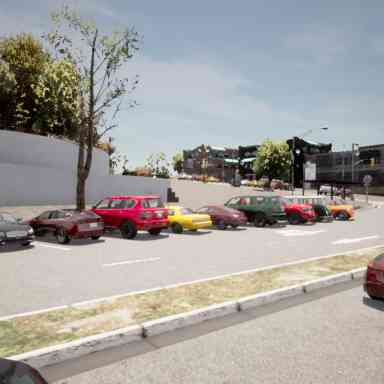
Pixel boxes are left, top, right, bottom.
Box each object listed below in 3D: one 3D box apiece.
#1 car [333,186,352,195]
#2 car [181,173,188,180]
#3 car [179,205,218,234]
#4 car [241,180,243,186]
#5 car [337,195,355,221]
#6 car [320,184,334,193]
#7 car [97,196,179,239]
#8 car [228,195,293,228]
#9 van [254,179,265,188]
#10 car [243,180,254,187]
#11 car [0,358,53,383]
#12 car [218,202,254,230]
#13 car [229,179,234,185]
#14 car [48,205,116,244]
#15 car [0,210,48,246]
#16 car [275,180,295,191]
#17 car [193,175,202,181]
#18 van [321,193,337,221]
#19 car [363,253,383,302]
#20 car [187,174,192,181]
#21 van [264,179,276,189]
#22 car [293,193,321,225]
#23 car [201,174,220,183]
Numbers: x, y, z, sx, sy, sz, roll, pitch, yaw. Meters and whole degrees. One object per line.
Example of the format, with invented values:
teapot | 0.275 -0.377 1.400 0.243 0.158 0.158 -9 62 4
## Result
car | 25.965 0.137 56.362 2.002 1.452 4.674 7 3 35
car | -0.033 -4.084 93.288 2.185 1.767 4.553 4 1 33
car | -1.441 1.503 19.374 5.366 1.575 1.946 -1 -1 35
car | 12.180 -2.043 76.113 2.002 1.452 4.674 7 4 35
car | 11.058 1.403 27.877 4.553 1.767 2.185 -1 -1 35
car | 24.275 -0.426 58.835 2.435 2.045 5.566 7 3 35
car | -3.762 1.248 17.548 5.566 2.045 2.435 -1 -1 35
car | 3.595 1.263 22.757 5.566 2.045 2.435 -1 -1 35
van | 15.583 -1.763 71.060 1.878 1.987 4.442 7 4 35
car | 14.010 -1.811 73.792 1.946 1.575 5.366 7 3 35
car | -2.904 1.504 1.062 4.892 1.490 1.837 0 0 -35
car | 1.166 1.549 21.000 4.674 1.452 2.002 -1 -1 35
car | 10.439 -2.316 78.576 2.002 1.452 4.674 7 3 35
car | -6.208 1.524 15.804 4.792 1.488 2.163 -1 -1 35
car | -8.629 1.493 14.059 4.892 1.521 2.231 -1 -1 35
car | 19.069 -0.992 66.224 2.231 1.521 4.892 7 3 35
car | 3.488 -3.698 88.350 2.435 2.045 5.566 7 3 34
van | 8.648 1.297 26.129 4.442 1.987 1.878 -1 -1 35
car | 5.540 1.574 7.084 4.181 1.385 1.994 0 0 -34
car | 1.695 -3.850 90.817 2.185 1.767 4.553 6 3 34
van | 17.310 -1.490 68.587 1.878 1.987 4.442 7 4 35
car | 6.109 1.267 24.460 5.566 2.045 2.435 -1 -1 35
car | 5.338 -3.175 86.089 1.946 1.575 5.366 7 3 34
